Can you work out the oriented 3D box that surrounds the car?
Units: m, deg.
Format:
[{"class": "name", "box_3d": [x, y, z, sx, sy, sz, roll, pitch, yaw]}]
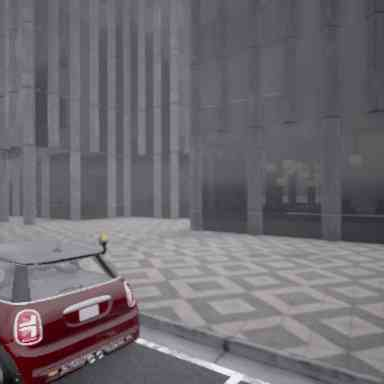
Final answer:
[{"class": "car", "box_3d": [-2.800, 1.463, 5.077, 4.097, 1.590, 1.967, 0, 0, 35]}]
